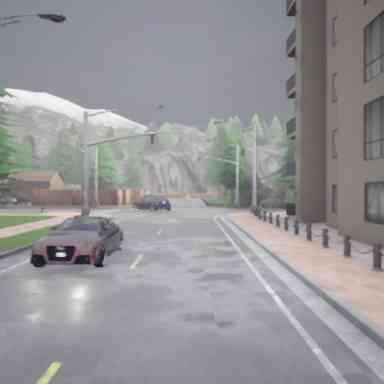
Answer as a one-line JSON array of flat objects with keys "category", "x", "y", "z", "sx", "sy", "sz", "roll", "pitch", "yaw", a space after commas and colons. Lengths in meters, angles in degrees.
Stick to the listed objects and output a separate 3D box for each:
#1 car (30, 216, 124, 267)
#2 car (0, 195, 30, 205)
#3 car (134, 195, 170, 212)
[{"category": "car", "x": -3.567, "y": 1.508, "z": 11.043, "sx": 1.994, "sy": 1.385, "sz": 4.181, "roll": 0, "pitch": 0, "yaw": 0}, {"category": "car", "x": -25.000, "y": 0.923, "z": 47.357, "sx": 1.932, "sy": 1.855, "sz": 4.605, "roll": 0, "pitch": 0, "yaw": -1}, {"category": "car", "x": -4.399, "y": 1.165, "z": 36.101, "sx": 2.097, "sy": 1.767, "sz": 4.553, "roll": -1, "pitch": 1, "yaw": -43}]
